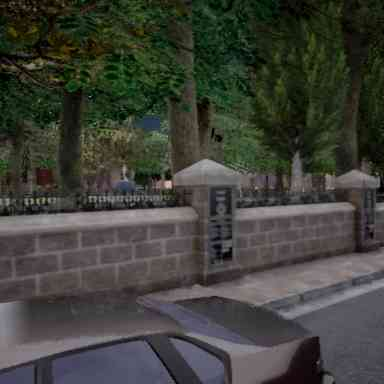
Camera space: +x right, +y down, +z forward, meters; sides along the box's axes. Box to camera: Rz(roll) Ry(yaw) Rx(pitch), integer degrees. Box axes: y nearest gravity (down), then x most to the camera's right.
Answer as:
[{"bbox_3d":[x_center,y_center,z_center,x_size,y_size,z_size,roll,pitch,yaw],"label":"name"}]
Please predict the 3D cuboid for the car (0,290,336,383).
[{"bbox_3d":[-1.262,1.548,2.169,5.357,1.411,2.033,0,0,-35],"label":"car"}]
